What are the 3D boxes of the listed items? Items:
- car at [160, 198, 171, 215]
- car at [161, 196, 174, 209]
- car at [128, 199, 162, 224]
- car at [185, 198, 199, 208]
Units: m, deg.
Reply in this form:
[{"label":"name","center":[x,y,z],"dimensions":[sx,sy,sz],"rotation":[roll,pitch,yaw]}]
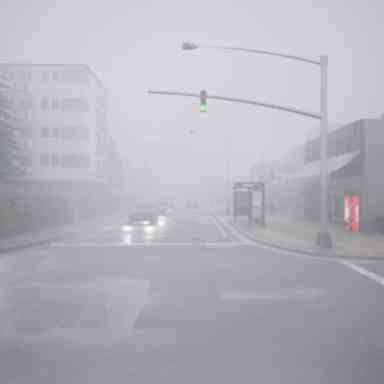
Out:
[{"label":"car","center":[-3.590,1.623,34.449],"dimensions":[1.895,1.301,4.718],"rotation":[0,0,0]},{"label":"car","center":[-3.550,1.381,44.617],"dimensions":[2.097,1.767,4.553],"rotation":[0,0,1]},{"label":"car","center":[-3.598,1.521,25.183],"dimensions":[1.837,1.490,4.892],"rotation":[0,0,0]},{"label":"car","center":[0.002,1.523,47.474],"dimensions":[2.128,1.511,4.902],"rotation":[0,0,0]}]
